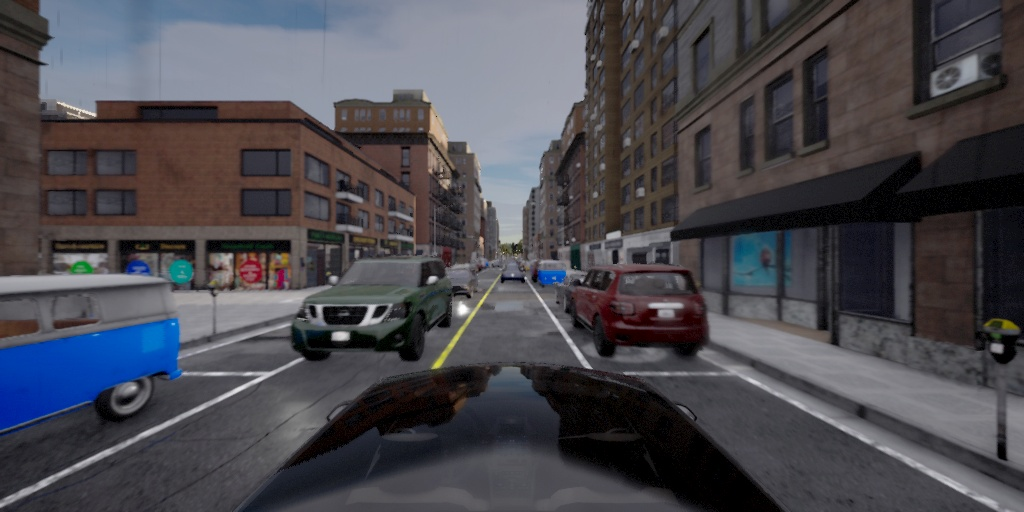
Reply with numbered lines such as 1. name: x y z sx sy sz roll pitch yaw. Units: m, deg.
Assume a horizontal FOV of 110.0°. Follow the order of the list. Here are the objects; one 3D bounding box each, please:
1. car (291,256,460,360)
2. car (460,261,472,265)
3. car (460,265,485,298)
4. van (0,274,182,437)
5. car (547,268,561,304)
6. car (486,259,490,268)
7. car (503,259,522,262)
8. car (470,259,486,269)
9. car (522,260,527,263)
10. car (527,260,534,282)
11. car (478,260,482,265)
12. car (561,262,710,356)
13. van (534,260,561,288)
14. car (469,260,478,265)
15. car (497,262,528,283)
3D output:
1. car: -2.850 1.010 8.772 2.150 2.045 5.566 0 0 0
2. car: -5.408 1.452 35.527 1.751 1.417 4.829 0 0 0
3. car: -2.842 1.389 19.261 2.033 1.411 5.357 0 0 0
4. van: -5.408 1.099 3.259 1.690 1.789 3.998 0 0 0
5. car: 2.697 1.365 14.075 2.007 1.370 4.403 0 0 0
6. car: -5.409 1.648 62.727 1.802 1.307 4.207 0 0 0
7. car: 0.056 1.506 46.223 1.812 1.442 4.674 0 0 0
8. car: -5.409 1.325 51.915 2.192 1.841 5.009 0 0 0
9. car: 2.651 1.536 52.088 1.751 1.417 4.829 0 0 0
10. car: 2.677 1.214 30.294 2.192 1.841 5.009 0 0 0
11. car: -5.408 1.548 46.509 1.948 1.339 4.313 0 0 0
12. car: 2.703 1.101 8.669 2.192 1.841 5.009 0 0 0
13. van: 2.684 1.212 24.888 1.690 1.789 3.998 0 0 0
14. car: -5.408 1.505 41.102 2.007 1.370 4.403 0 0 0
15. car: 0.060 1.463 30.185 1.994 1.385 4.181 0 0 0
